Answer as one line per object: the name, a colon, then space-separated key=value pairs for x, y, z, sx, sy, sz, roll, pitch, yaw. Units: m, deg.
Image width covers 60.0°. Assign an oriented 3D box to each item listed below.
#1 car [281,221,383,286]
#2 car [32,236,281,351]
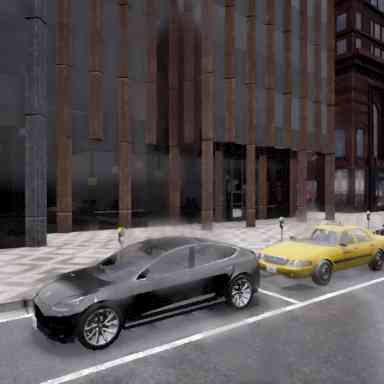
car: x=3.872 y=1.526 z=9.402 sx=4.829 sy=1.417 sz=1.752 roll=0 pitch=0 yaw=-35
car: x=-0.581 y=1.566 z=6.232 sx=4.313 sy=1.339 sz=1.947 roll=0 pitch=0 yaw=-35
